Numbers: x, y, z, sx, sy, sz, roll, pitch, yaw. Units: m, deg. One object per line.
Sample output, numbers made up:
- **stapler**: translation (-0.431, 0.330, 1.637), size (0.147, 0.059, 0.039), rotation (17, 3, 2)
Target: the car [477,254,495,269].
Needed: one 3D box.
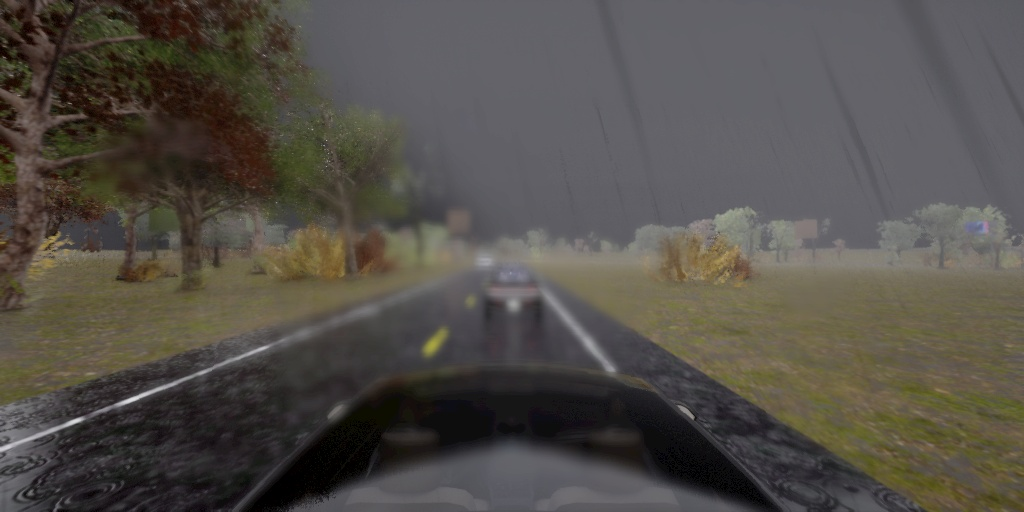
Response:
- **car**: translation (-3.586, 0.798, 49.681), size (2.150, 2.045, 5.566), rotation (0, 0, 0)

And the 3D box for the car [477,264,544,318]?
- **car**: translation (0.070, 1.204, 12.808), size (2.128, 1.511, 4.902), rotation (0, 0, 0)
